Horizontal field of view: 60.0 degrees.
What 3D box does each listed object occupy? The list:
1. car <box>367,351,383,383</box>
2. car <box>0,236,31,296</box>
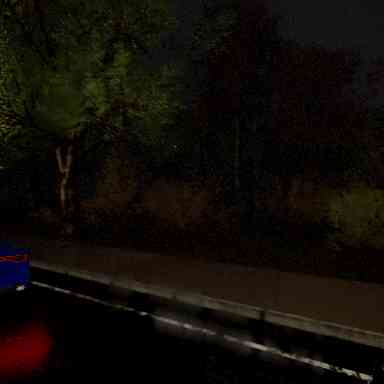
[{"bbox_3d":[3.136,1.340,1.319,4.553,1.767,2.097,-1,0,35],"label":"car"},{"bbox_3d":[-5.743,1.546,7.734,5.008,1.535,1.882,-1,0,36],"label":"car"}]
